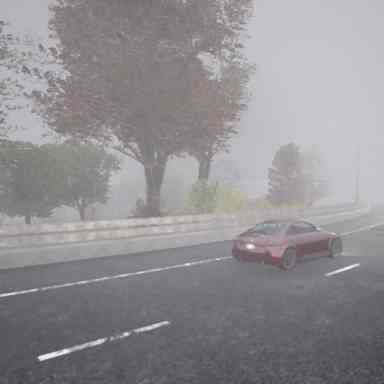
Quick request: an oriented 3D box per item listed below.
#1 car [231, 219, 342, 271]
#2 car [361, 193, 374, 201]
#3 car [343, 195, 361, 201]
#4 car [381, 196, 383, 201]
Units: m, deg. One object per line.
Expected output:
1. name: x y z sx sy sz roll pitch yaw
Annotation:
1. car: 3.272 1.591 11.169 4.181 1.385 1.994 0 0 -40
2. car: 43.505 1.523 83.735 1.994 1.385 4.181 0 0 2
3. car: 40.016 1.456 84.012 1.882 1.535 5.008 0 0 2
4. car: 48.096 1.457 81.893 1.837 1.490 4.892 0 0 17
